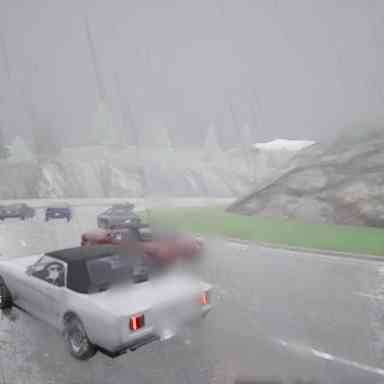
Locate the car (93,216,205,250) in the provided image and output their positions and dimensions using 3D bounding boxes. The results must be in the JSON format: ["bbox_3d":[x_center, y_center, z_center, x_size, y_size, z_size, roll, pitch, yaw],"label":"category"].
[{"bbox_3d":[-1.841,1.674,10.873,1.895,1.301,4.718,1,-1,-43],"label":"car"}]

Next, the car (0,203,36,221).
[{"bbox_3d":[-15.134,1.688,28.995,2.033,1.411,5.357,0,0,-13],"label":"car"}]

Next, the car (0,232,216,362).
[{"bbox_3d":[-1.950,1.638,6.046,4.718,1.301,1.895,0,-1,43],"label":"car"}]

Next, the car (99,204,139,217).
[{"bbox_3d":[-4.665,1.698,21.005,1.994,1.385,4.181,0,0,-29],"label":"car"}]

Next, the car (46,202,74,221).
[{"bbox_3d":[-11.405,1.636,28.873,1.882,1.535,5.008,0,0,-15],"label":"car"}]

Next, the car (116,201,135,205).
[{"bbox_3d":[-8.973,1.883,44.262,1.895,1.301,4.718,0,0,6],"label":"car"}]
